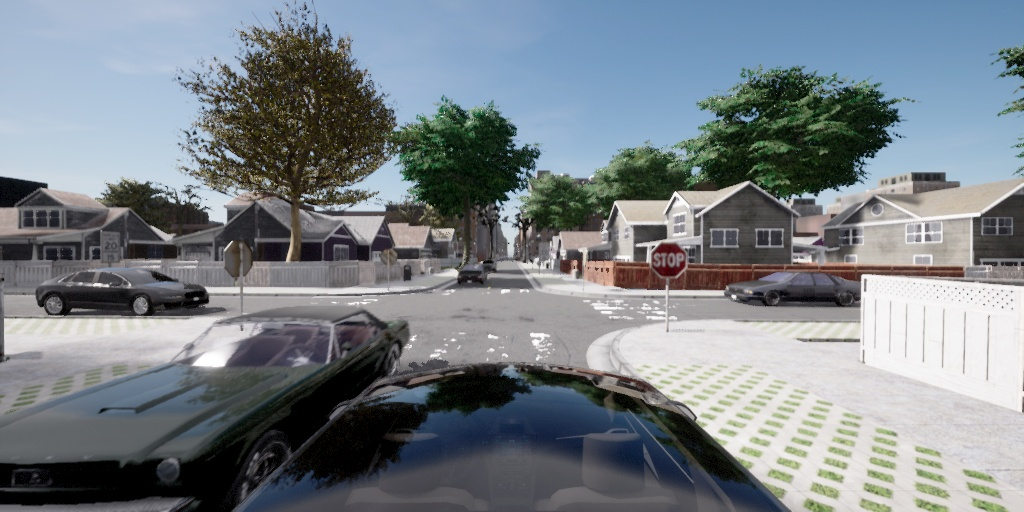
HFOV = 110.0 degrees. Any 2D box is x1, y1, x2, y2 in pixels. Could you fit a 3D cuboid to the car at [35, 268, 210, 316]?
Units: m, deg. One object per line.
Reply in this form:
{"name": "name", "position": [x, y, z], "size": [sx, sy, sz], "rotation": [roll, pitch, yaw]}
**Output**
{"name": "car", "position": [-13.175, 1.186, 12.289], "size": [4.892, 1.490, 1.837], "rotation": [1, 0, 2]}

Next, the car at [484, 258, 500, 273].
{"name": "car", "position": [-2.801, 1.251, 43.946], "size": [1.837, 1.490, 4.892], "rotation": [0, 0, 0]}

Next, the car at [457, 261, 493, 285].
{"name": "car", "position": [-2.780, 1.287, 26.155], "size": [2.033, 1.411, 5.357], "rotation": [0, 0, 0]}

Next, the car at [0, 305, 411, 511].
{"name": "car", "position": [-2.752, 1.349, 4.258], "size": [1.895, 1.301, 4.718], "rotation": [0, 0, 0]}

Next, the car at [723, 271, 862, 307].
{"name": "car", "position": [12.152, 1.363, 15.326], "size": [5.357, 1.411, 2.033], "rotation": [0, 0, 0]}
